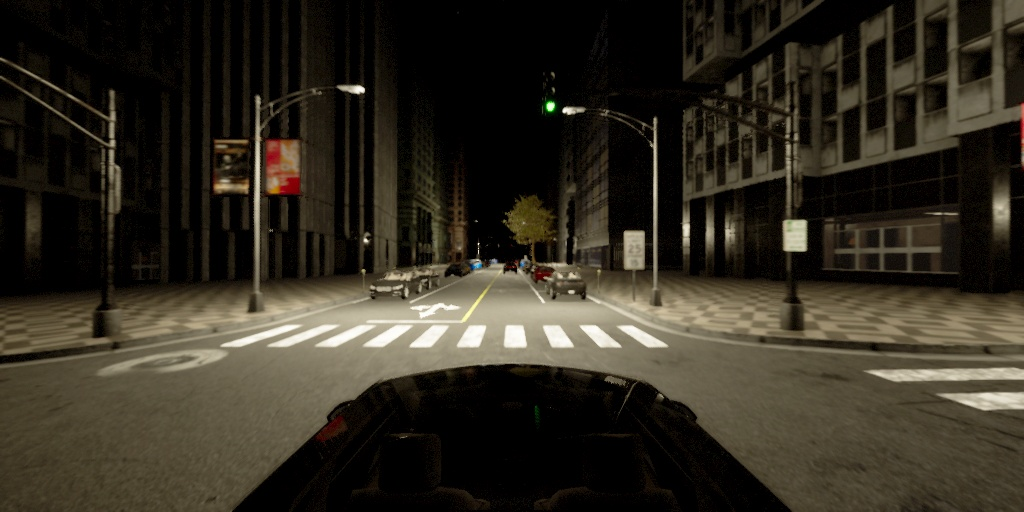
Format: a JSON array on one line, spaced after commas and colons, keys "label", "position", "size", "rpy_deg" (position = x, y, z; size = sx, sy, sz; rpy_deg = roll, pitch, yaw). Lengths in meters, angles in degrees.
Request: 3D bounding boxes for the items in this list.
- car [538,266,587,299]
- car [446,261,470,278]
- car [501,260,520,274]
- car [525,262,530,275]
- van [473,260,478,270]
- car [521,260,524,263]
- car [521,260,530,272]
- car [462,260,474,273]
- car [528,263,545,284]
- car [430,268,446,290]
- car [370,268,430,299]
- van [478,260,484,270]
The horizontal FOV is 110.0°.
[{"label": "car", "position": [2.686, 1.416, 18.495], "size": [2.007, 1.370, 4.403], "rpy_deg": [0, 0, 0]}, {"label": "car", "position": [-5.941, 1.548, 38.017], "size": [1.948, 1.339, 4.313], "rpy_deg": [0, 0, 0]}, {"label": "car", "position": [-0.221, 1.559, 46.514], "size": [1.837, 1.490, 4.892], "rpy_deg": [0, 0, 0]}, {"label": "car", "position": [2.601, 1.528, 34.827], "size": [2.007, 1.370, 4.403], "rpy_deg": [0, 0, 0]}, {"label": "van", "position": [-5.998, 1.400, 48.842], "size": [1.690, 1.789, 3.998], "rpy_deg": [0, 0, 0]}, {"label": "car", "position": [2.520, 1.610, 50.158], "size": [1.751, 1.417, 4.829], "rpy_deg": [0, 0, 0]}, {"label": "car", "position": [2.549, 1.597, 44.699], "size": [2.007, 1.370, 4.403], "rpy_deg": [0, 0, 0]}, {"label": "car", "position": [-5.969, 1.546, 43.260], "size": [1.751, 1.417, 4.829], "rpy_deg": [0, 0, 0]}, {"label": "car", "position": [2.629, 1.485, 29.383], "size": [1.888, 1.381, 4.507], "rpy_deg": [0, 0, 0]}, {"label": "car", "position": [-5.865, 1.432, 23.446], "size": [2.007, 1.370, 4.403], "rpy_deg": [0, 0, 0]}, {"label": "car", "position": [-5.839, 1.399, 18.454], "size": [2.007, 1.370, 4.403], "rpy_deg": [0, 0, 0]}, {"label": "van", "position": [-6.055, 1.478, 59.669], "size": [1.690, 1.789, 3.998], "rpy_deg": [0, 0, 0]}]
